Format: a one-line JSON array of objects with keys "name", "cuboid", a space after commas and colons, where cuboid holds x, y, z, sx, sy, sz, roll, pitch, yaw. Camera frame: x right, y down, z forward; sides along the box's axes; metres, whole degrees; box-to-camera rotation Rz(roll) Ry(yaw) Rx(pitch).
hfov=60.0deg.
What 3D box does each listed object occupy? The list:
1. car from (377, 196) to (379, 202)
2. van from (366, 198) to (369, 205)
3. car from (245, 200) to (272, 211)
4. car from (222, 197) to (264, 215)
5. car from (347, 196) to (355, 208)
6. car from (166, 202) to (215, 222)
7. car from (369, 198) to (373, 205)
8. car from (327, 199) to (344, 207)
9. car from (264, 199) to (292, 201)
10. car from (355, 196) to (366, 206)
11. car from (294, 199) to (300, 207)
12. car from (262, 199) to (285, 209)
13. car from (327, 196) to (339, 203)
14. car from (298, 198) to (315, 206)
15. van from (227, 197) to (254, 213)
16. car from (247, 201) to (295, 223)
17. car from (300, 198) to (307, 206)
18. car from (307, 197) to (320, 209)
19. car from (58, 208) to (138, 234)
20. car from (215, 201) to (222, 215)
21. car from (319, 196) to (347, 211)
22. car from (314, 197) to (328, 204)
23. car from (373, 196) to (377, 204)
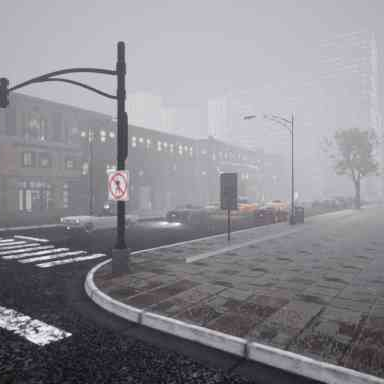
[{"name": "car", "cuboid": [41.431, 2.037, 76.801, 1.802, 1.307, 4.206, 0, -1, 35]}, {"name": "van", "cuboid": [31.898, 1.699, 63.241, 1.690, 1.788, 3.998, 0, -1, 35]}, {"name": "car", "cuboid": [9.153, 1.756, 45.454, 2.008, 1.369, 4.403, 0, 0, 35]}, {"name": "car", "cuboid": [5.539, 1.507, 35.783, 2.097, 1.767, 4.553, 0, 0, 35]}, {"name": "car", "cuboid": [22.364, 1.581, 49.679, 2.192, 1.841, 5.009, 0, -1, 35]}, {"name": "car", "cuboid": [-0.272, 1.672, 27.521, 1.994, 1.385, 4.181, 0, 0, 36]}, {"name": "car", "cuboid": [35.076, 1.971, 67.759, 1.802, 1.307, 4.206, 0, -1, 35]}, {"name": "car", "cuboid": [25.127, 1.913, 58.102, 1.895, 1.301, 4.718, 0, 0, 35]}, {"name": "car", "cuboid": [11.412, 1.684, 44.082, 1.882, 1.535, 5.008, 0, 0, 36]}, {"name": "car", "cuboid": [28.720, 1.642, 58.721, 2.192, 1.841, 5.009, 0, -1, 35]}, {"name": "car", "cuboid": [15.508, 1.815, 54.496, 2.008, 1.369, 4.403, 0, -1, 35]}, {"name": "car", "cuboid": [12.233, 1.759, 49.836, 1.752, 1.417, 4.829, 0, -1, 35]}, {"name": "car", "cuboid": [34.575, 1.893, 81.621, 1.967, 1.590, 4.097, 0, -1, 35]}, {"name": "car", "cuboid": [21.864, 1.876, 63.538, 2.008, 1.369, 4.403, 0, -1, 35]}, {"name": "van", "cuboid": [5.975, 1.518, 40.934, 1.690, 1.788, 3.998, 0, 0, 35]}, {"name": "car", "cuboid": [6.519, 1.670, 27.044, 1.887, 1.381, 4.507, 0, 0, 35]}, {"name": "car", "cuboid": [18.686, 1.846, 59.016, 2.008, 1.369, 4.403, 0, -1, 35]}, {"name": "car", "cuboid": [19.336, 1.749, 49.864, 2.128, 1.511, 4.902, 0, 0, 35]}, {"name": "car", "cuboid": [-5.525, 1.668, 20.063, 1.895, 1.301, 4.718, 0, 0, 35]}, {"name": "car", "cuboid": [2.699, 1.674, 36.273, 1.752, 1.417, 4.829, 0, 0, 35]}, {"name": "car", "cuboid": [19.187, 1.676, 45.157, 1.967, 1.590, 4.097, 0, -1, 35]}, {"name": "car", "cuboid": [28.219, 1.828, 72.579, 1.967, 1.590, 4.097, 0, -1, 35]}, {"name": "car", "cuboid": [38.352, 1.948, 72.420, 1.752, 1.417, 4.829, 0, -1, 35]}]
